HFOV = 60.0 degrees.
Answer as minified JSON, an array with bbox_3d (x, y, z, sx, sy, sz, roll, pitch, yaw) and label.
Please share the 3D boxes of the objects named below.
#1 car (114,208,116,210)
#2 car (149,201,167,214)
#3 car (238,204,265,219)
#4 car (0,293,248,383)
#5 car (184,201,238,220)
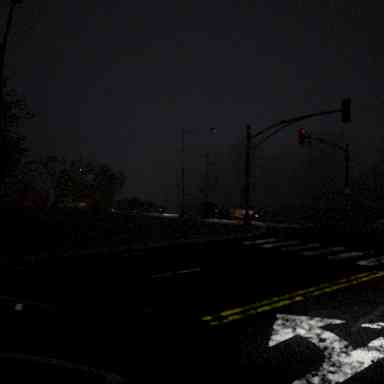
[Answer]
[{"bbox_3d":[-10.253,1.716,45.071,1.812,1.442,4.674,2,-1,-34],"label":"car"},{"bbox_3d":[-4.496,1.692,36.838,1.994,1.385,4.181,2,-2,-37],"label":"car"},{"bbox_3d":[4.170,1.749,29.977,1.895,1.301,4.718,2,-2,-37],"label":"car"},{"bbox_3d":[-1.722,1.492,2.210,4.902,1.511,2.128,0,0,-35],"label":"car"},{"bbox_3d":[1.298,1.548,28.881,1.882,1.535,5.008,2,-2,-36],"label":"car"}]
